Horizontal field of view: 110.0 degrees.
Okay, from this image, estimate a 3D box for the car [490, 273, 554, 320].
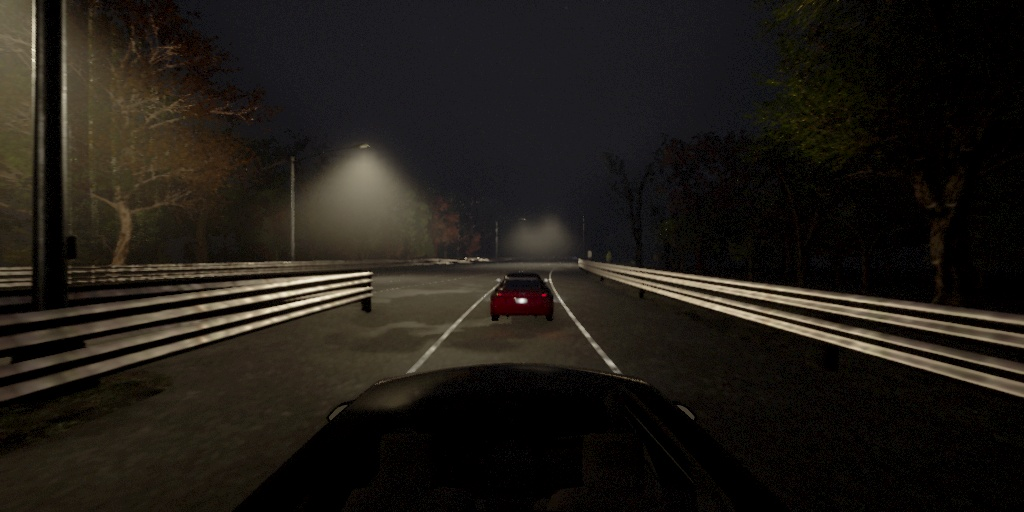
[{"bbox_3d":[0.361,1.256,12.405,1.994,1.385,4.181,0,0,2],"label":"car"}]
